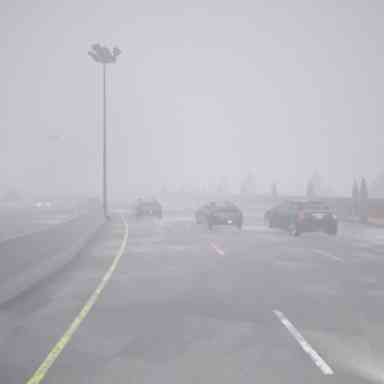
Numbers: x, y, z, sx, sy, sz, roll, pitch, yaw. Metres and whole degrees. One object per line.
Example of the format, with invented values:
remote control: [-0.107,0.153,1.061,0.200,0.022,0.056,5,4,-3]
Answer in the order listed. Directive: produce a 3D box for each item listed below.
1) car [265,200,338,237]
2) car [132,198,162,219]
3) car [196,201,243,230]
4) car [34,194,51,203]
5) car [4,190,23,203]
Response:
car: [5.424,1.163,17.167,2.097,1.767,4.553,0,1,-9]
car: [-3.575,1.210,25.973,2.128,1.511,4.902,0,1,-16]
car: [1.479,1.279,19.461,2.128,1.511,4.902,0,1,-11]
car: [-23.491,1.007,52.134,1.994,1.385,4.181,0,1,-34]
car: [-28.698,0.650,53.492,2.150,2.045,5.566,0,1,-36]
